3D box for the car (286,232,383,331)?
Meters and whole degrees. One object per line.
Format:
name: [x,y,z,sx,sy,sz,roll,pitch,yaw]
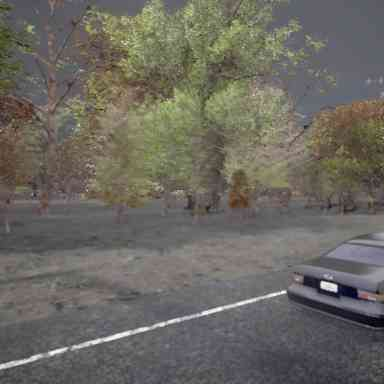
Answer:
car: [4.227,1.557,6.760,5.357,1.411,2.033,0,0,-35]
